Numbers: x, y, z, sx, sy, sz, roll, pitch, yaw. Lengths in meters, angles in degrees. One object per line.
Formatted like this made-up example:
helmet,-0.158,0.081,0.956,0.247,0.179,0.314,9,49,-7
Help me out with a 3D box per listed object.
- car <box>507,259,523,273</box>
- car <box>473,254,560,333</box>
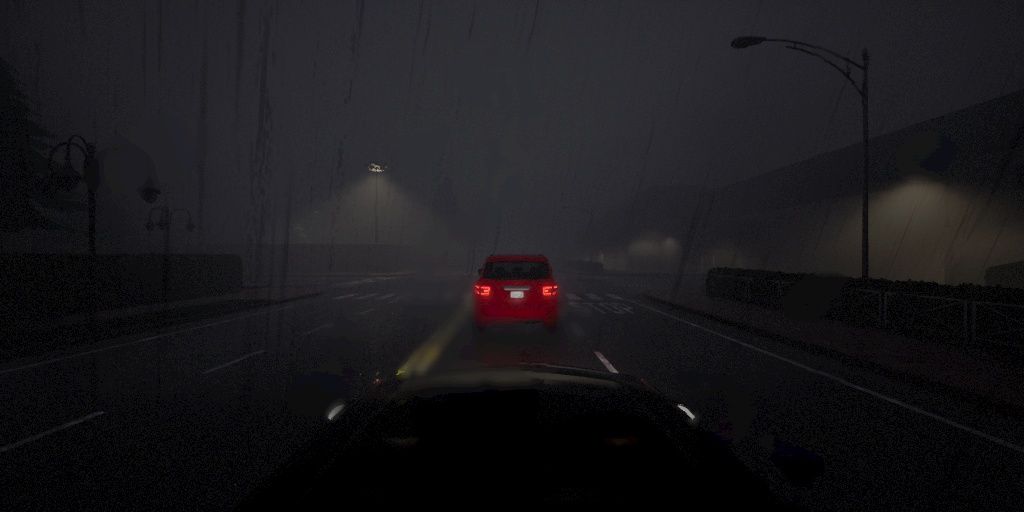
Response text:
car,0.347,1.227,45.461,1.882,1.535,5.008,0,0,1
car,0.120,0.971,10.841,2.150,2.045,5.566,0,0,0
